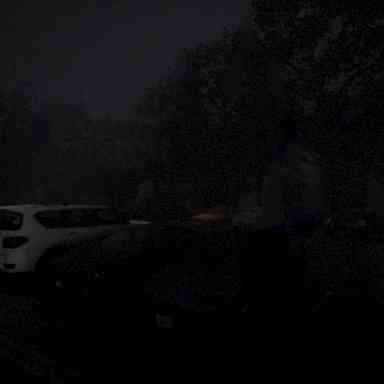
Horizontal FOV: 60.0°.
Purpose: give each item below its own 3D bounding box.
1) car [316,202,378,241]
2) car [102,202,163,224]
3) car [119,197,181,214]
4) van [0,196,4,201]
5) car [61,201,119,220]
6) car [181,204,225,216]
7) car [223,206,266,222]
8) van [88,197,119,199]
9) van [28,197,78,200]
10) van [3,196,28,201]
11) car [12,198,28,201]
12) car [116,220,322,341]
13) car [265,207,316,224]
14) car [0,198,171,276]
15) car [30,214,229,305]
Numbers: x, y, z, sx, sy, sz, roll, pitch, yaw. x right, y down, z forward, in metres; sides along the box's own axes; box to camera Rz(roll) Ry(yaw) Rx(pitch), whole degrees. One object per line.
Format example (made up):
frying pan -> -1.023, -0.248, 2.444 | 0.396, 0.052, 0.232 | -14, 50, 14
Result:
car -> 8.590, 1.479, 17.901 | 2.185, 1.767, 4.553 | 0, 0, 36
car -> -4.796, 1.665, 27.539 | 2.163, 1.488, 4.792 | 0, 0, 36
car -> -2.521, 1.379, 25.959 | 2.435, 2.045, 5.566 | 0, 0, 36
van -> -20.537, 1.553, 38.851 | 1.878, 1.987, 4.442 | -1, 0, 36
car -> -9.347, 1.684, 30.912 | 2.163, 1.488, 4.792 | 0, 0, 36
car -> 1.837, 1.617, 22.533 | 1.946, 1.575, 5.366 | 0, 0, 36
car -> 4.187, 1.655, 21.054 | 2.002, 1.452, 4.674 | 0, 0, 36
van -> -7.054, 1.418, 29.356 | 1.878, 1.987, 4.442 | 0, 0, 36
van -> -13.793, 1.468, 33.968 | 1.878, 1.987, 4.442 | -1, 0, 36
van -> -18.158, 1.524, 37.413 | 1.878, 1.987, 4.442 | -1, 0, 36
car -> -15.980, 1.720, 35.695 | 2.097, 1.535, 5.008 | -1, 0, 36
car -> 0.974, 1.643, 7.192 | 2.163, 1.488, 4.792 | 0, 0, 36
car -> 6.414, 1.639, 19.405 | 2.163, 1.488, 4.792 | 0, 0, 36
car -> -3.486, 1.373, 10.500 | 2.435, 2.045, 5.566 | 0, 0, 36
car -> -1.253, 1.619, 8.851 | 2.097, 1.535, 5.008 | 0, 0, 36
